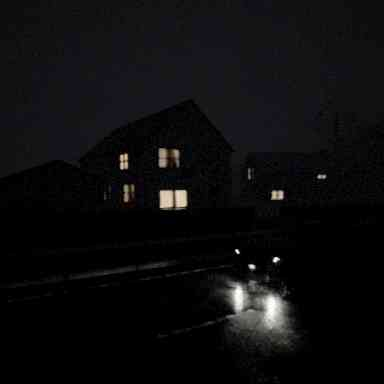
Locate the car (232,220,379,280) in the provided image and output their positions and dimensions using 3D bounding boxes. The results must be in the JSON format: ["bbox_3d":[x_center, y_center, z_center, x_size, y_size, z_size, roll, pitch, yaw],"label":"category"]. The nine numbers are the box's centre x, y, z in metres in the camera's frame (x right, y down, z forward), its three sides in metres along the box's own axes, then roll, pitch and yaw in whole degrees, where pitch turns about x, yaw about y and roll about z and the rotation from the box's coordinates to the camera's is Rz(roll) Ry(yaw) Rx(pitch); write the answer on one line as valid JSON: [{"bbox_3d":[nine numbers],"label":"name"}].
[{"bbox_3d":[3.756,1.613,10.360,5.357,1.411,2.033,1,0,-36],"label":"car"}]
